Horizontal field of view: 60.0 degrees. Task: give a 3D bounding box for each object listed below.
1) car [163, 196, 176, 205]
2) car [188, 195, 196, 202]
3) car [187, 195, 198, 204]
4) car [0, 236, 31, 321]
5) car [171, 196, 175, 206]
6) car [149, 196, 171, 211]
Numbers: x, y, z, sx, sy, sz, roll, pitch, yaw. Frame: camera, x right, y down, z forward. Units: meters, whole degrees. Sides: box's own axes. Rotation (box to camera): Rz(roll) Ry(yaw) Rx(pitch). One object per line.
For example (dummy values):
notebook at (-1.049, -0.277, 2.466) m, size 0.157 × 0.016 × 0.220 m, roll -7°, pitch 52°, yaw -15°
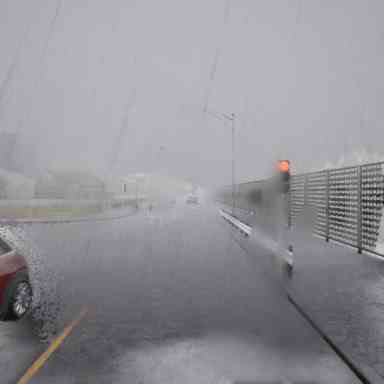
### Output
car at (-4.090, 1.478, 61.023) m, size 1.882 × 1.535 × 5.008 m, roll 0°, pitch 0°, yaw 0°
car at (-0.031, 1.478, 77.771) m, size 1.882 × 1.535 × 5.008 m, roll 0°, pitch 0°, yaw 0°
car at (0.080, 1.489, 62.631) m, size 2.128 × 1.511 × 4.902 m, roll 0°, pitch 0°, yaw 0°
car at (-4.030, 1.352, 4.236) m, size 2.097 × 1.767 × 4.553 m, roll 0°, pitch 0°, yaw 1°
car at (-4.113, 1.564, 50.570) m, size 1.994 × 1.385 × 4.181 m, roll 0°, pitch 0°, yaw 0°
car at (-4.113, 1.491, 40.632) m, size 2.128 × 1.511 × 4.902 m, roll 0°, pitch 0°, yaw 0°
